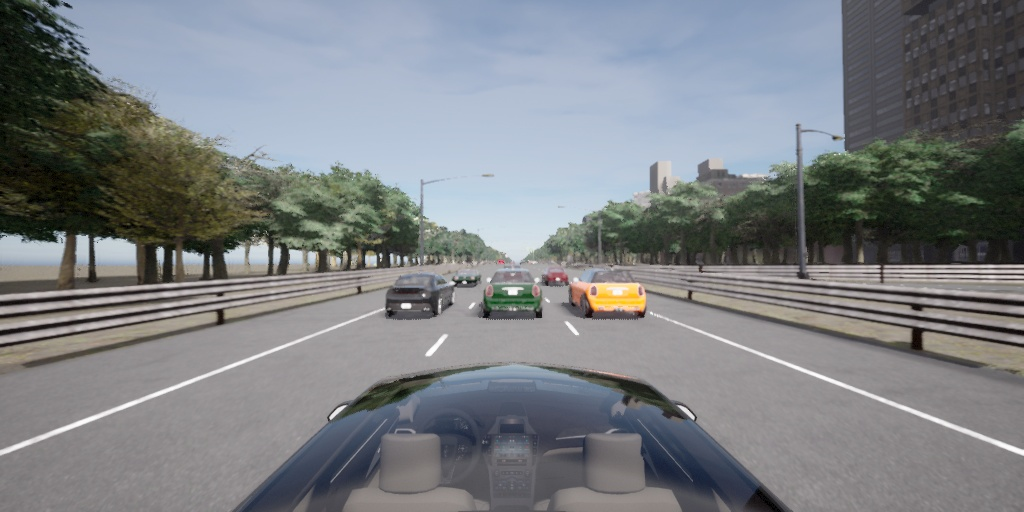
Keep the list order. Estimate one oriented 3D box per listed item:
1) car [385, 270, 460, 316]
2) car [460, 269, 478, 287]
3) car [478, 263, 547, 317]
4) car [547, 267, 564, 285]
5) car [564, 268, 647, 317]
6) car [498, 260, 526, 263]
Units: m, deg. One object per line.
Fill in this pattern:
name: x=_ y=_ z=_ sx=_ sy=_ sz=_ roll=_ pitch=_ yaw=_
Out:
car: x=-3.457 y=1.420 z=14.221 sx=1.837 sy=1.490 sz=4.892 roll=0 pitch=0 yaw=1
car: x=-3.463 y=1.690 z=28.539 sx=1.895 sy=1.301 sz=4.718 roll=0 pitch=-1 yaw=0
car: x=0.043 y=1.263 z=14.093 sx=2.097 sy=1.767 sz=4.553 roll=0 pitch=-1 yaw=0
car: x=3.548 y=1.628 z=29.844 sx=1.812 sy=1.442 sz=4.674 roll=0 pitch=0 yaw=0
car: x=3.543 y=1.263 z=14.091 sx=2.097 sy=1.767 sz=4.553 roll=0 pitch=-1 yaw=0
car: x=0.043 y=1.446 z=29.087 sx=2.097 sy=1.767 sz=4.553 roll=0 pitch=-1 yaw=0
